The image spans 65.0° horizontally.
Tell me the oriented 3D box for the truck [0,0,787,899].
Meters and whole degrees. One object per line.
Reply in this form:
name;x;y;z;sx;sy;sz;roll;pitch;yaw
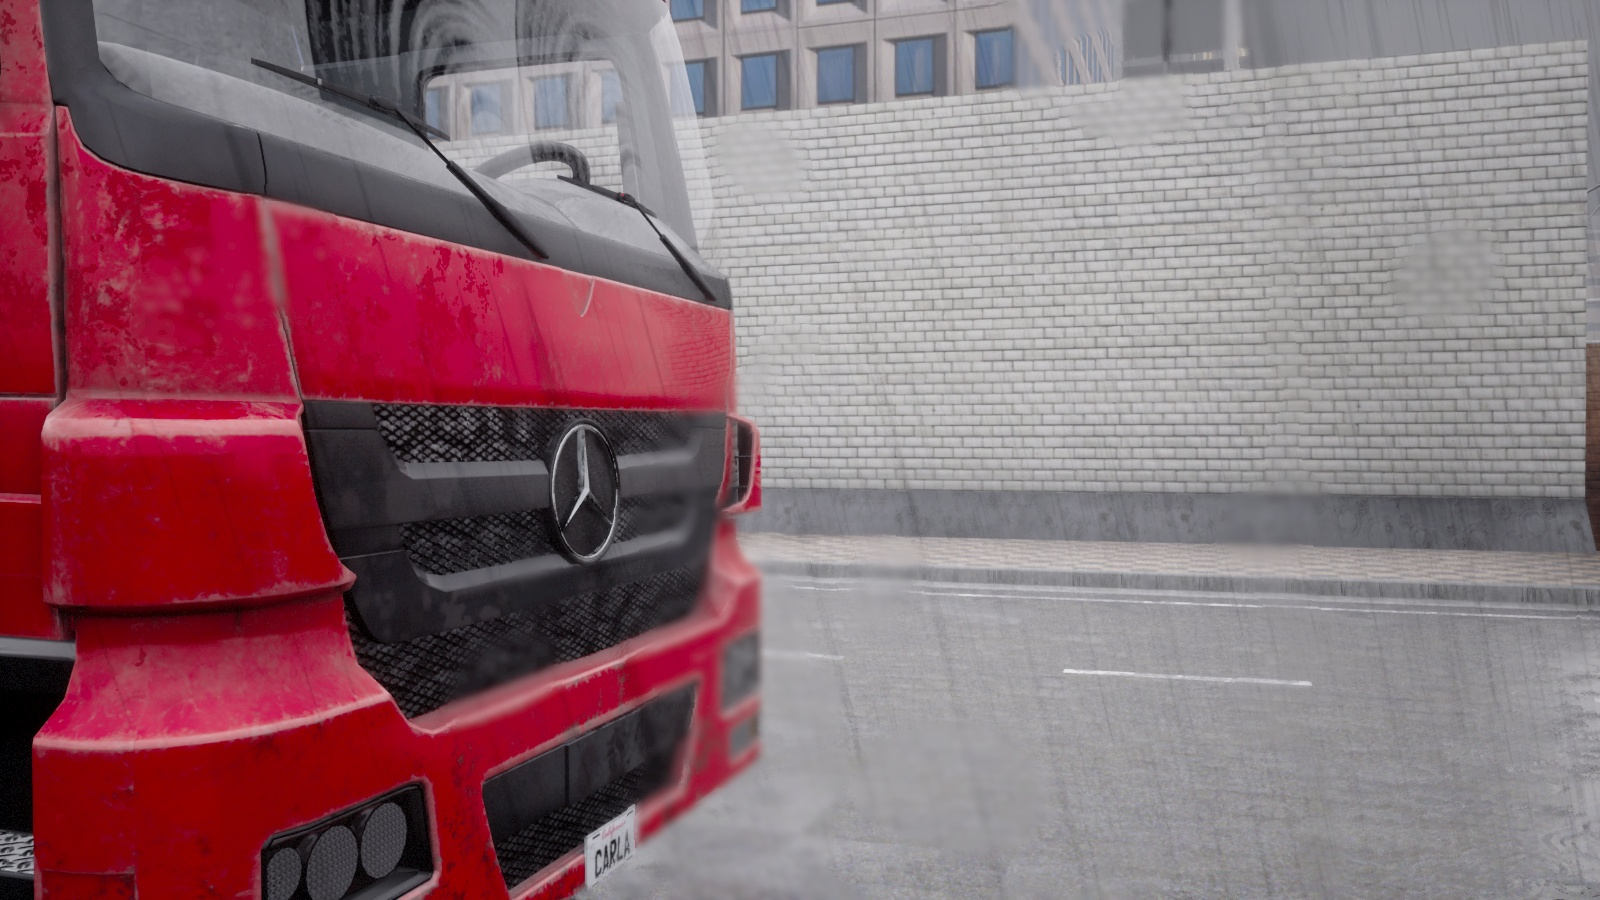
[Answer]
truck;-4.275;-0.245;4.614;7.936;3.462;2.891;1;1;19
